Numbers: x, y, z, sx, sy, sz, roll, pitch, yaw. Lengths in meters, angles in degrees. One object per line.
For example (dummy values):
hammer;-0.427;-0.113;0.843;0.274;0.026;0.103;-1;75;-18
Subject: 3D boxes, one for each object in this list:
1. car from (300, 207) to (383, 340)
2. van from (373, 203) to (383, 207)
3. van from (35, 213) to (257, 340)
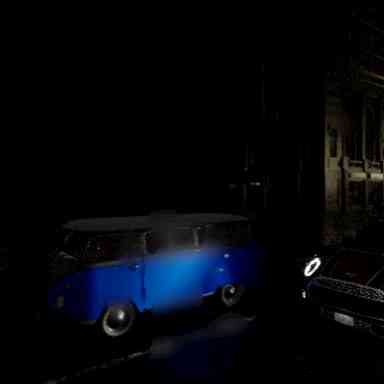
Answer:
car;4.109;1.308;6.308;4.553;1.767;2.097;0;0;-35
van;8.197;1.254;12.498;3.998;1.788;1.690;0;0;-35
van;-0.617;1.322;6.211;3.998;1.788;1.690;0;0;-35
